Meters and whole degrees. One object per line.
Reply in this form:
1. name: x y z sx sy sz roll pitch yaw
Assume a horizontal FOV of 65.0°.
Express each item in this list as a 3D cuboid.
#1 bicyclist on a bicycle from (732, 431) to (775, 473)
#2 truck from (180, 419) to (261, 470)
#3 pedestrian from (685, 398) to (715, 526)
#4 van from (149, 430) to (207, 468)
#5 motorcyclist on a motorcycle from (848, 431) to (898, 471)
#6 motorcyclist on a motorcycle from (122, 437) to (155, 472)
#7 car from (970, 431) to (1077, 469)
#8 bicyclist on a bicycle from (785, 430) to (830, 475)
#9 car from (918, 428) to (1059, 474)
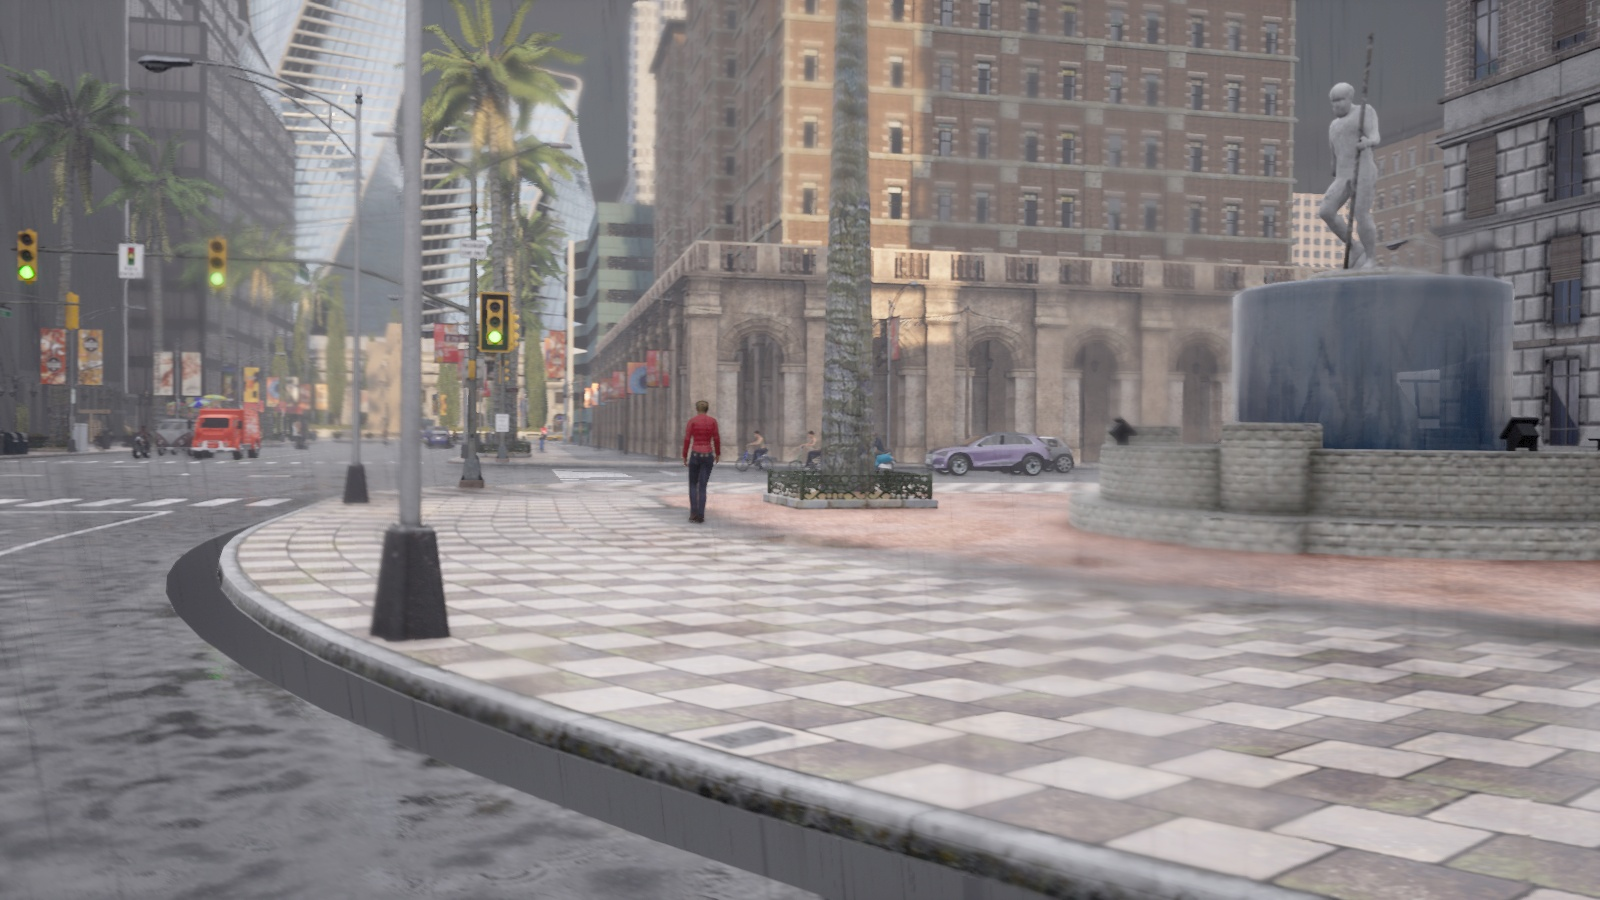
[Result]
1. bicyclist on a bicycle: -1.814 0.069 48.895 1.509 1.612 0.866 -1 1 -13
2. truck: -29.091 -0.307 63.224 2.627 2.467 5.204 -1 1 -12
3. pedestrian: -1.469 0.169 18.421 0.331 1.846 0.636 -1 1 -13
4. van: -33.772 -0.092 68.262 1.775 1.987 4.442 -1 1 -12
5. motorcyclist on a motorcycle: 2.902 0.032 50.029 1.817 1.590 0.866 -1 1 -12
6. motorcyclist on a motorcycle: -32.197 0.182 61.136 0.766 1.649 2.350 -1 1 -12
7. car: 9.129 -0.025 51.430 3.806 1.475 1.970 -1 1 -12
8. bicyclist on a bicycle: 0.268 0.090 45.864 1.509 1.612 0.866 -1 1 -12
9. car: 7.096 0.007 47.392 4.856 1.649 2.033 -1 1 -13
